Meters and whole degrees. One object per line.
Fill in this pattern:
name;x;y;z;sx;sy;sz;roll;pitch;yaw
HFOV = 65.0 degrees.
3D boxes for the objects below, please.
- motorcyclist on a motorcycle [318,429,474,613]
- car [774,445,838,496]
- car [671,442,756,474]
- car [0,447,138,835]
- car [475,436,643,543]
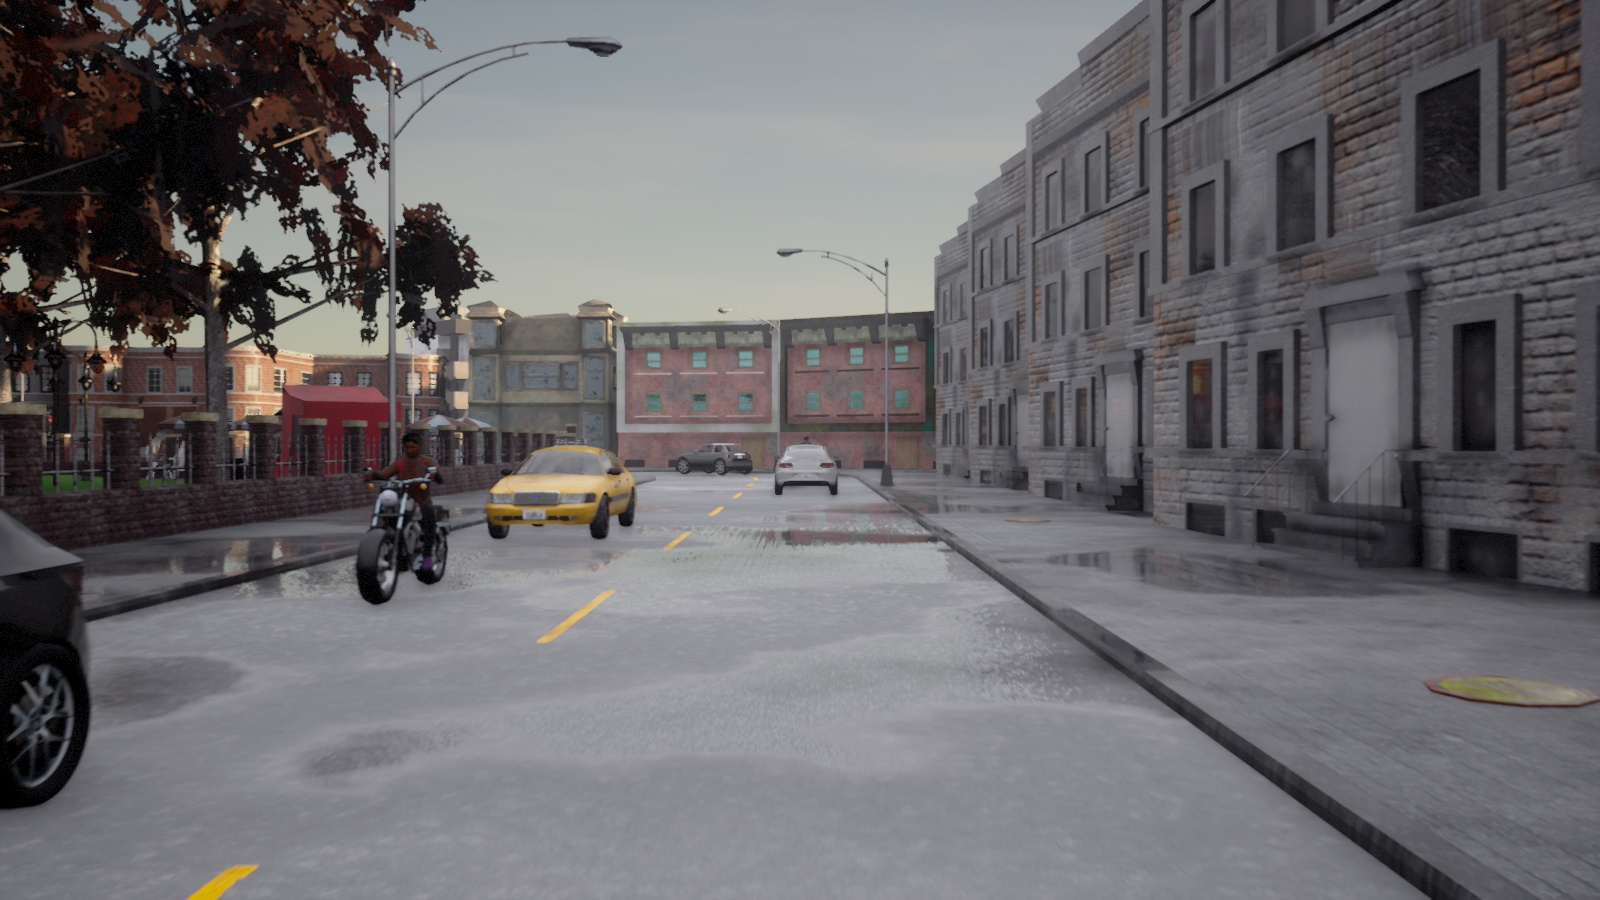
motorcyclist on a motorcycle;-3.923;0.624;12.420;0.766;1.649;2.350;0;0;0
car;0.187;0.559;37.830;1.812;1.442;4.674;0;0;0
car;-4.133;0.373;59.812;3.806;1.475;1.970;0;0;42
car;-3.964;0.736;3.684;1.816;1.474;4.193;0;0;0
car;-3.885;0.563;21.182;1.801;1.575;5.366;0;0;0
